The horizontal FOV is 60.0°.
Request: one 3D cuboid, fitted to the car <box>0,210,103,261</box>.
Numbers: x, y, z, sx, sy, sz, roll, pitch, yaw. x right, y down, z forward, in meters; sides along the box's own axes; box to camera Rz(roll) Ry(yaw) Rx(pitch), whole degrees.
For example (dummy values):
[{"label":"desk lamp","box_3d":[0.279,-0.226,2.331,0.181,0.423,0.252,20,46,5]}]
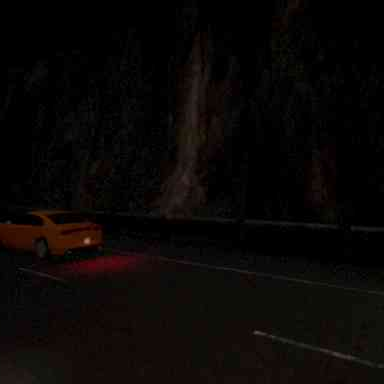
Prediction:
[{"label":"car","box_3d":[-5.389,1.405,12.137,5.008,1.535,1.882,1,0,36]}]
